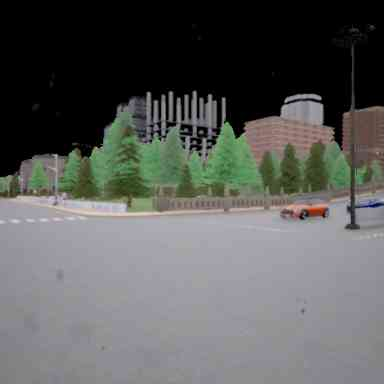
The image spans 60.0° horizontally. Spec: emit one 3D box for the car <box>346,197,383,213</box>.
[{"bbox_3d":[17.624,1.278,33.711,5.008,1.535,1.882,-3,2,-35],"label":"car"}]

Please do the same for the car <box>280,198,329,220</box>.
[{"bbox_3d":[9.459,1.317,27.907,4.553,1.767,2.097,0,0,-35],"label":"car"}]
